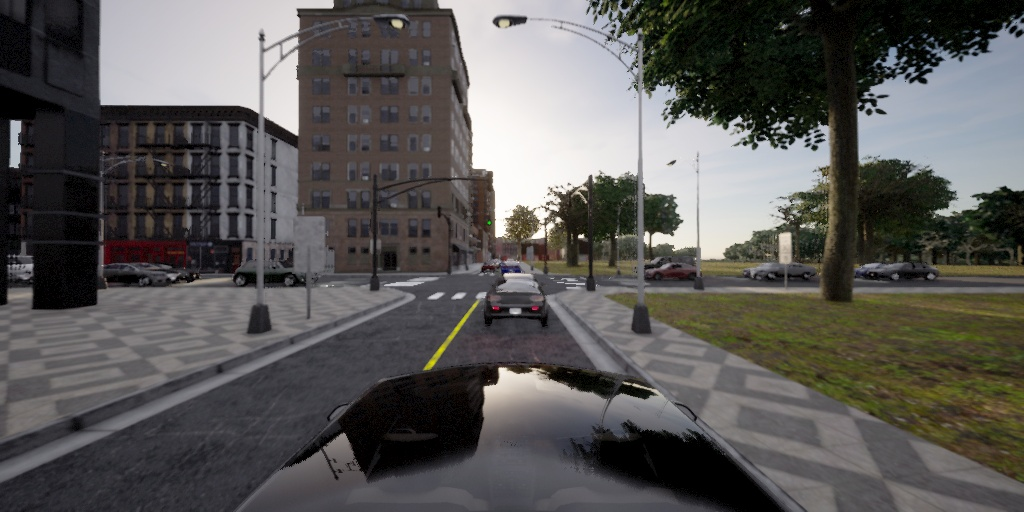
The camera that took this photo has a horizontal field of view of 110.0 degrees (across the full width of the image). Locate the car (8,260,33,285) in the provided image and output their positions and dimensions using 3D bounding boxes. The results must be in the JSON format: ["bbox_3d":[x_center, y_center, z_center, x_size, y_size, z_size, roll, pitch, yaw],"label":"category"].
[{"bbox_3d":[-33.769,1.188,23.120,4.902,1.511,2.128,0,-1,0],"label":"car"}]

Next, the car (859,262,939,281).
[{"bbox_3d":[32.486,1.297,29.912,4.892,1.490,1.837,0,-1,0],"label":"car"}]

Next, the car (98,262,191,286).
[{"bbox_3d":[-24.284,1.181,23.130,4.902,1.511,2.128,0,-1,0],"label":"car"}]

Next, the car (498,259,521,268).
[{"bbox_3d":[-0.136,1.229,35.980,1.882,1.535,5.008,0,0,-1],"label":"car"}]

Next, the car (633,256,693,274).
[{"bbox_3d":[14.115,1.024,33.146,5.566,2.045,2.150,0,-1,0],"label":"car"}]

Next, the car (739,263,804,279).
[{"bbox_3d":[23.883,1.339,33.155,4.674,1.442,1.812,0,-1,0],"label":"car"}]

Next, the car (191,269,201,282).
[{"bbox_3d":[-25.772,1.227,26.378,4.892,1.490,1.837,0,-1,0],"label":"car"}]

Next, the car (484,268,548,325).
[{"bbox_3d":[0.170,1.272,11.657,1.812,1.442,4.674,0,0,2],"label":"car"}]

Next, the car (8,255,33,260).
[{"bbox_3d":[-35.963,0.950,26.373,5.566,2.045,2.150,0,-1,0],"label":"car"}]

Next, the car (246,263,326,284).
[{"bbox_3d":[-16.518,1.243,26.398,4.674,1.442,1.812,0,-1,-1],"label":"car"}]

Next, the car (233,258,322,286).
[{"bbox_3d":[-15.147,1.038,23.146,4.553,1.767,2.097,0,-1,0],"label":"car"}]

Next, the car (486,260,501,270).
[{"bbox_3d":[-2.861,1.325,55.676,2.033,1.411,5.357,0,0,0],"label":"car"}]

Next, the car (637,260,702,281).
[{"bbox_3d":[13.286,1.297,29.875,4.674,1.442,1.812,0,-1,-3],"label":"car"}]

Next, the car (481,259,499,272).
[{"bbox_3d":[-2.910,1.361,46.030,1.895,1.301,4.718,0,0,1],"label":"car"}]

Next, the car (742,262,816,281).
[{"bbox_3d":[22.484,1.272,29.904,4.902,1.511,2.128,0,-1,0],"label":"car"}]

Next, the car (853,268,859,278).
[{"bbox_3d":[33.753,1.352,33.163,4.674,1.442,1.812,0,-1,0],"label":"car"}]
